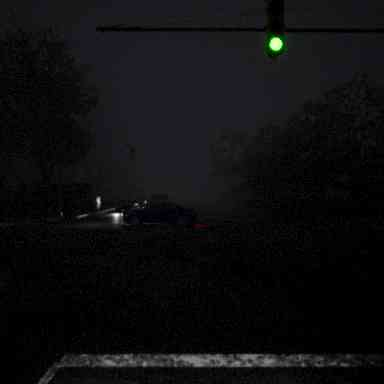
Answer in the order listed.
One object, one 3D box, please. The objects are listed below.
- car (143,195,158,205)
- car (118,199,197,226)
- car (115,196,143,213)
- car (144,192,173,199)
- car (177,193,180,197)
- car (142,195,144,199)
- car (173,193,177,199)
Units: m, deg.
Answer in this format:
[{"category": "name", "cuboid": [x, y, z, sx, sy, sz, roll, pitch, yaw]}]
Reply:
[{"category": "car", "cuboid": [-7.250, 1.370, 58.721, 2.128, 1.511, 4.902, 0, 1, -1]}, {"category": "car", "cuboid": [-2.189, 1.452, 22.757, 5.008, 1.535, 1.882, 0, 0, -3]}, {"category": "car", "cuboid": [-7.107, 1.505, 36.970, 2.033, 1.411, 5.357, 0, 0, 0]}, {"category": "car", "cuboid": [-3.625, 1.179, 37.150, 2.150, 2.045, 5.566, 0, 0, 0]}, {"category": "car", "cuboid": [-3.836, 1.346, 62.335, 2.128, 1.511, 4.902, 0, 1, -1]}, {"category": "car", "cuboid": [-7.131, 1.289, 46.574, 2.097, 1.767, 4.553, 0, 0, 0]}, {"category": "car", "cuboid": [-3.635, 1.285, 47.473, 2.097, 1.767, 4.553, 0, 0, 0]}]
